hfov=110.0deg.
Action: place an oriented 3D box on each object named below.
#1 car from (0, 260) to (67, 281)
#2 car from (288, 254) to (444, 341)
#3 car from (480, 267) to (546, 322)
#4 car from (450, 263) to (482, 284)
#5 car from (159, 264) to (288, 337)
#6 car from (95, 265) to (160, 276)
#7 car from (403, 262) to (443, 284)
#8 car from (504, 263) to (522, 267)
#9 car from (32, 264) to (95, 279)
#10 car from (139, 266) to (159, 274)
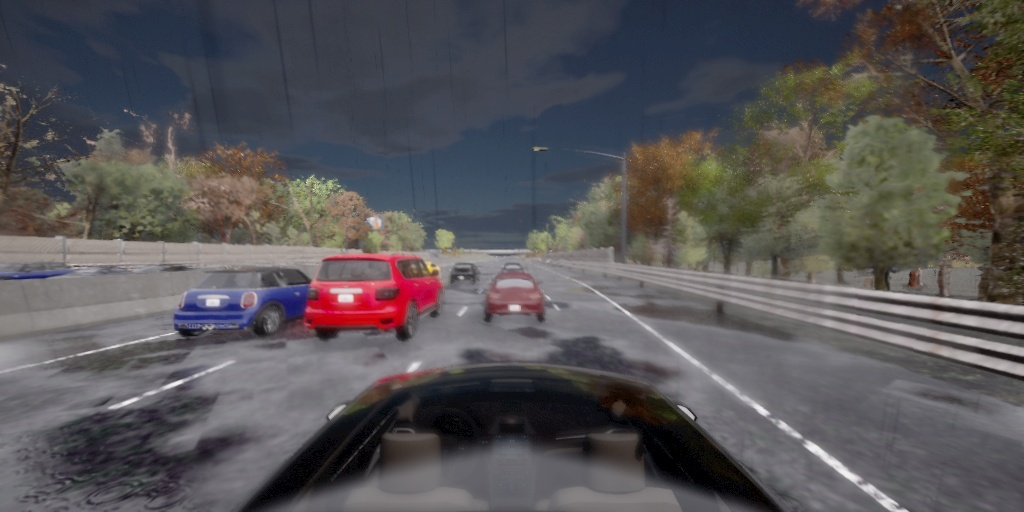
[{"bbox_3d":[-27.801,1.108,20.259,2.097,1.767,4.553,0,0,-2],"label":"car"},{"bbox_3d":[-3.403,0.973,10.043,2.150,2.045,5.566,0,0,0],"label":"car"},{"bbox_3d":[0.097,1.279,12.226,1.812,1.442,4.674,0,0,0],"label":"car"},{"bbox_3d":[-3.406,1.268,26.872,1.837,1.490,4.892,0,0,0],"label":"car"},{"bbox_3d":[-6.903,1.104,10.417,2.097,1.767,4.553,0,0,0],"label":"car"},{"bbox_3d":[-21.102,1.263,21.492,1.837,1.490,4.892,0,0,0],"label":"car"},{"bbox_3d":[-6.906,1.242,28.432,1.882,1.535,5.008,0,0,0],"label":"car"},{"bbox_3d":[0.093,1.290,27.838,1.812,1.442,4.674,0,0,0],"label":"car"},{"bbox_3d":[-24.601,1.321,21.313,1.994,1.385,4.181,0,0,0],"label":"car"},{"bbox_3d":[-17.604,1.358,20.315,1.895,1.301,4.718,0,0,0],"label":"car"}]
